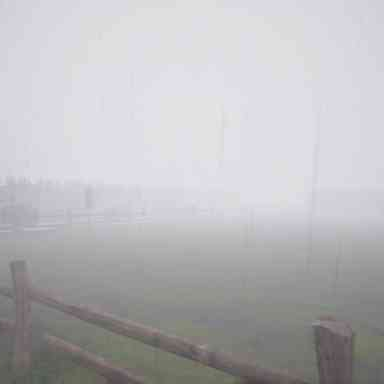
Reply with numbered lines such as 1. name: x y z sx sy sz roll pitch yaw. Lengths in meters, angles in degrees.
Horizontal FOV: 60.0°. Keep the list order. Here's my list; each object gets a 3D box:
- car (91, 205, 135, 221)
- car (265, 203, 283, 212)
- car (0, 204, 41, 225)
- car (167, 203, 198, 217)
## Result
1. car: -7.922 2.078 33.547 2.128 1.511 4.902 -1 -2 36
2. car: 14.804 2.828 59.886 1.882 1.535 5.008 -1 -3 36
3. car: -13.959 1.699 25.127 2.097 1.767 4.553 -1 -2 35
4. car: -1.185 2.203 42.824 2.097 1.767 4.553 -1 -2 36
